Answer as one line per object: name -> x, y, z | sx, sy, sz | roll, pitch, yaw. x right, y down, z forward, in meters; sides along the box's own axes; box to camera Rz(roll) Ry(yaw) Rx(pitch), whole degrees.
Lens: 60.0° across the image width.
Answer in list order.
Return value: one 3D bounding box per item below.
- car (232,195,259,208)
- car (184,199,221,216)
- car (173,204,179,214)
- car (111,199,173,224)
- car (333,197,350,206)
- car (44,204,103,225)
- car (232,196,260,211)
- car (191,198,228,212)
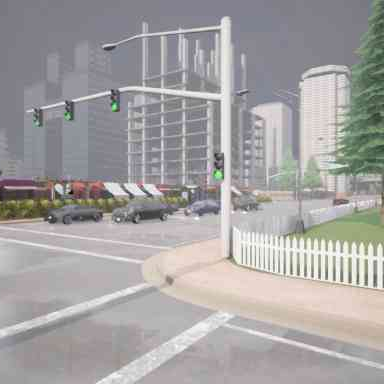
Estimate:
car -> 7.927, 1.352, 48.764 | 2.097, 1.767, 4.553 | 0, 0, 35
car -> 1.060, 1.526, 32.433 | 1.812, 1.442, 4.674 | 0, 0, 34
car -> -3.423, 1.547, 32.076 | 2.033, 1.411, 5.357 | 0, 0, 34
car -> -3.892, 1.352, 25.140 | 2.097, 1.767, 4.553 | 0, 0, 34
car -> 24.103, 1.478, 53.649 | 1.882, 1.535, 5.008 | 0, 0, 34
car -> -8.606, 1.564, 24.422 | 1.994, 1.385, 4.181 | 0, 0, 34
car -> 6.696, 1.505, 40.759 | 1.837, 1.490, 4.892 | 0, 0, 34
car -> 2.223, 1.547, 40.411 | 2.033, 1.411, 5.357 | 0, 0, 34
